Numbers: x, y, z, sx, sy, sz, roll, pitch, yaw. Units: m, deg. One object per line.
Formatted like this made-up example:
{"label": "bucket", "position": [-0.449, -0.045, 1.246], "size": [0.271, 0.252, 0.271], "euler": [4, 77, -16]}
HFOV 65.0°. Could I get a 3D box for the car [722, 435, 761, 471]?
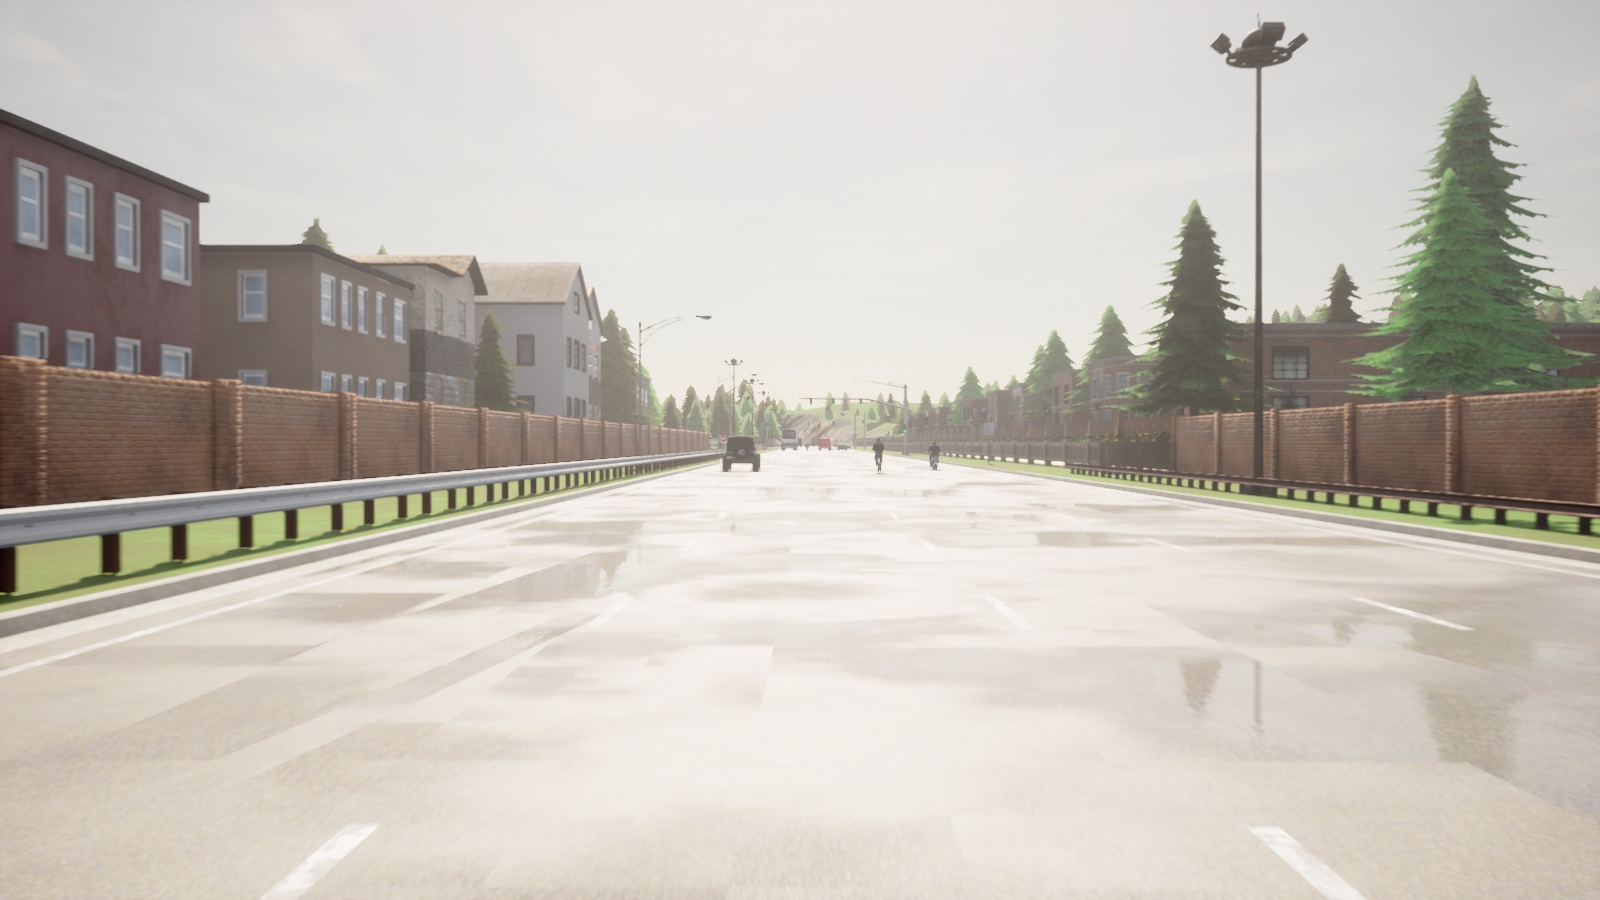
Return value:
{"label": "car", "position": [-3.103, 0.163, 67.078], "size": [1.905, 1.878, 3.866], "euler": [0, 0, 0]}
